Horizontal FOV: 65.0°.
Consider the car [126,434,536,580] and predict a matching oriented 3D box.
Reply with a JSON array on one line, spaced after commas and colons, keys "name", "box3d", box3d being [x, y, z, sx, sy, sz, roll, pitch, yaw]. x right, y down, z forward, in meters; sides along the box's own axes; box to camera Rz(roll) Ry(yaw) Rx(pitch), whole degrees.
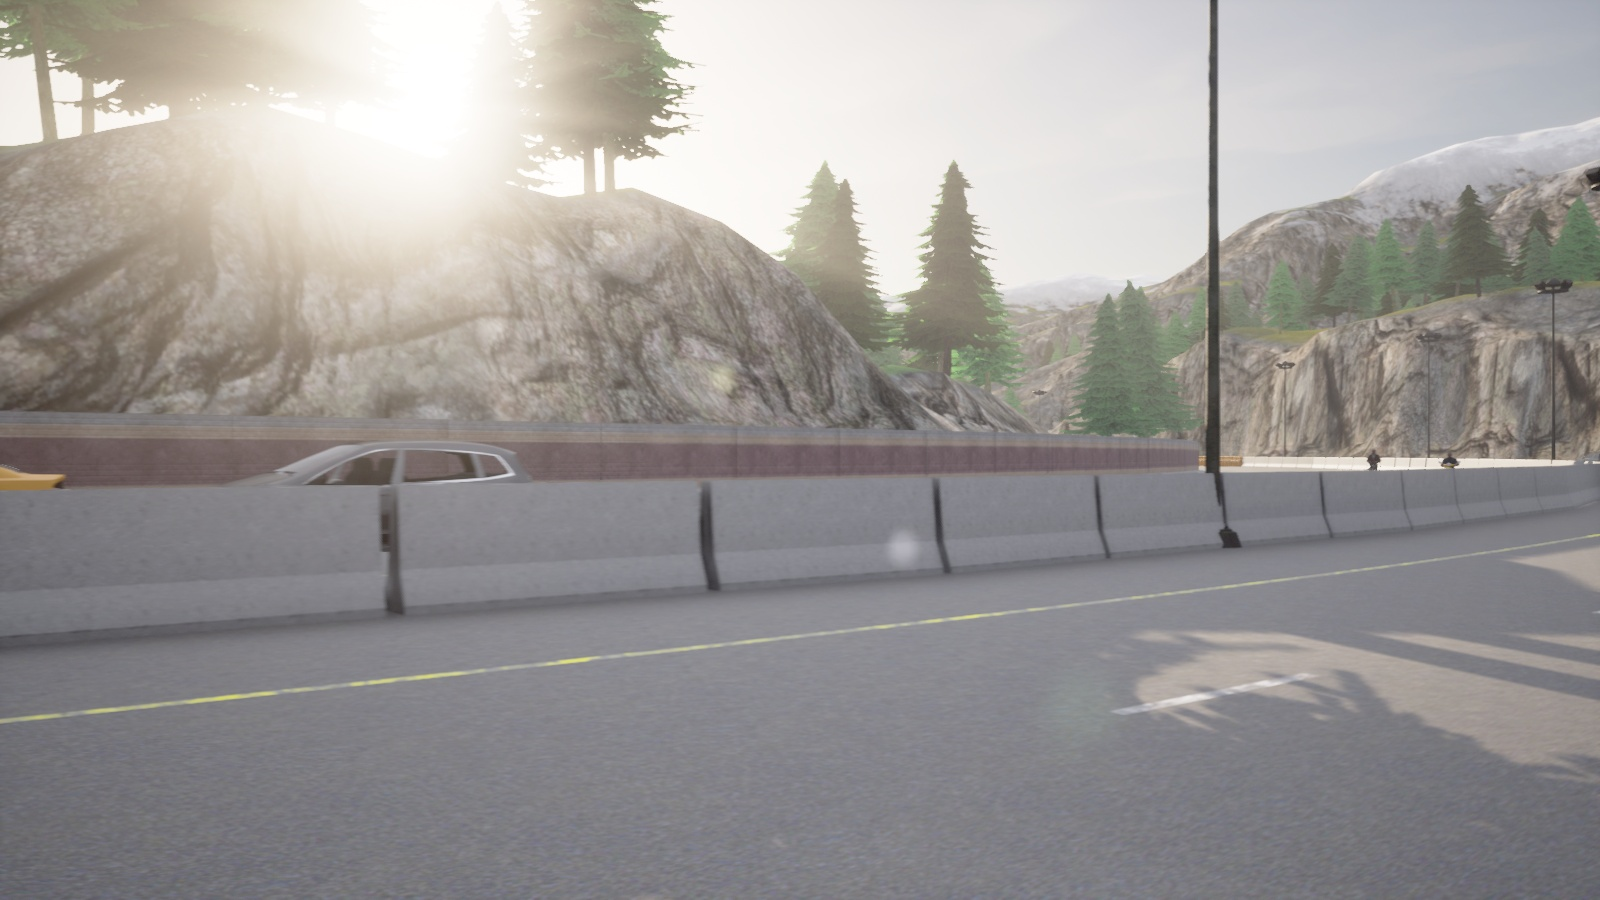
[{"name": "car", "box3d": [-6.103, 0.648, 16.566, 4.611, 1.667, 2.242, 0, 0, -37]}]

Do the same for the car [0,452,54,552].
[{"name": "car", "box3d": [-14.388, 0.808, 19.196, 5.008, 1.535, 1.882, 0, 0, -35]}]
